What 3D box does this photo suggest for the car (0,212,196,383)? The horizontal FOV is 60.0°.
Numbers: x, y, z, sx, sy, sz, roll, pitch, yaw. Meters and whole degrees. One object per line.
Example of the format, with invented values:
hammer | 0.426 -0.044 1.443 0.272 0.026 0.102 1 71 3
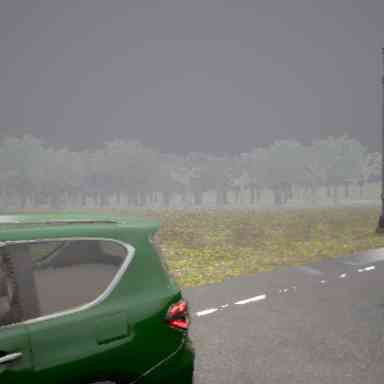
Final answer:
car | -2.572 1.222 2.157 5.566 2.045 2.150 0 0 -36
